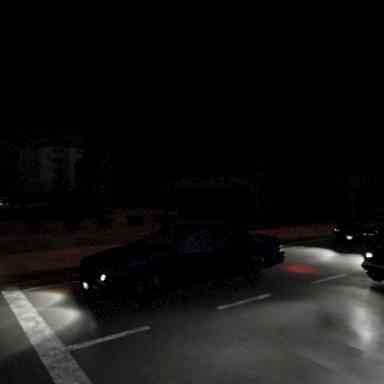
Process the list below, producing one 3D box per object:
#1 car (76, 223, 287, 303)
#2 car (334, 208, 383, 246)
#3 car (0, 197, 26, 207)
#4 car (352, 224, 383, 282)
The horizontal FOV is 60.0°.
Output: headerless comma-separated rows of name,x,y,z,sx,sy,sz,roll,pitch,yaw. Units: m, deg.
car,0.015,1.532,8.353,5.357,1.411,2.033,0,0,-34
car,7.893,1.460,13.914,4.892,1.490,1.837,0,0,-35
car,-28.158,1.465,51.811,2.128,1.511,4.902,0,0,17
car,6.344,1.569,8.516,4.718,1.301,1.895,0,0,-35
